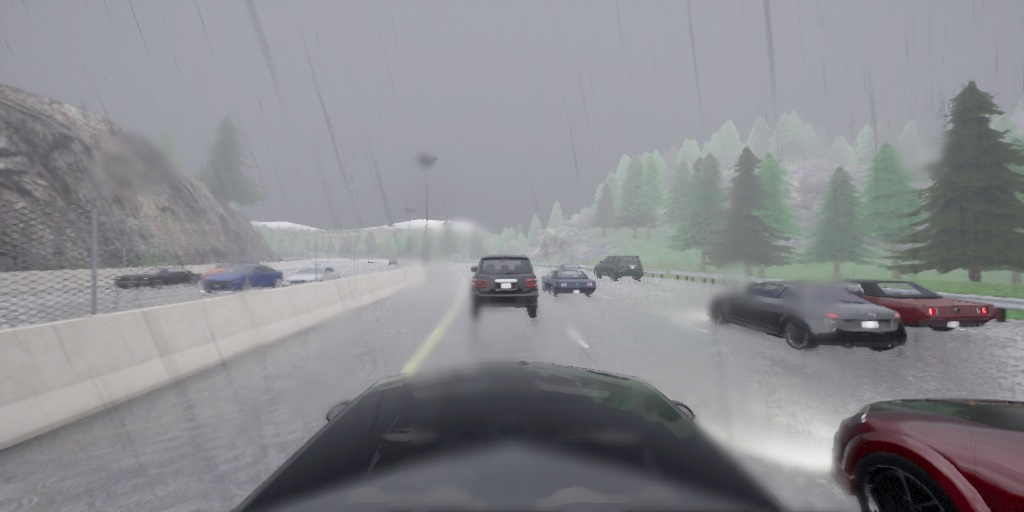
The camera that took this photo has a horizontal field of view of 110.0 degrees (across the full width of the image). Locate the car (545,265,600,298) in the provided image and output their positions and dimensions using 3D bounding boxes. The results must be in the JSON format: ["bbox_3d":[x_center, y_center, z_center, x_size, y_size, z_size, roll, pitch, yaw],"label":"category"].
[{"bbox_3d":[2.767,1.346,18.621,1.895,1.301,4.718,0,0,-5],"label":"car"}]

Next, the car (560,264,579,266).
[{"bbox_3d":[4.849,1.342,31.091,1.895,1.301,4.718,0,0,-8],"label":"car"}]

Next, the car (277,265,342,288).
[{"bbox_3d":[-11.780,1.300,21.573,1.812,1.442,4.674,0,0,-6],"label":"car"}]

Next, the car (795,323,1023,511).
[{"bbox_3d":[3.520,1.307,1.074,1.994,1.385,4.181,0,0,0],"label":"car"}]

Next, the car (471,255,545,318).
[{"bbox_3d":[-0.339,0.973,13.256,2.150,2.045,5.566,0,0,-4],"label":"car"}]

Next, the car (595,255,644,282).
[{"bbox_3d":[8.627,0.955,29.329,2.150,2.045,5.566,0,0,-8],"label":"car"}]

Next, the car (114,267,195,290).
[{"bbox_3d":[-22.516,1.397,23.146,1.895,1.301,4.718,0,0,-7],"label":"car"}]

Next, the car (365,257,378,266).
[{"bbox_3d":[-23.613,0.892,60.468,1.882,1.535,5.008,0,0,-18],"label":"car"}]

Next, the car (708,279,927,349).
[{"bbox_3d":[6.857,1.300,8.948,1.994,1.385,4.181,0,0,-2],"label":"car"}]

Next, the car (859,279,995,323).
[{"bbox_3d":[10.314,1.330,10.677,1.895,1.301,4.718,0,0,-2],"label":"car"}]

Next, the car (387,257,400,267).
[{"bbox_3d":[-20.290,0.947,61.567,1.837,1.490,4.892,0,0,-18],"label":"car"}]

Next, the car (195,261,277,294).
[{"bbox_3d":[-15.210,1.259,20.667,1.882,1.535,5.008,0,0,-6],"label":"car"}]
